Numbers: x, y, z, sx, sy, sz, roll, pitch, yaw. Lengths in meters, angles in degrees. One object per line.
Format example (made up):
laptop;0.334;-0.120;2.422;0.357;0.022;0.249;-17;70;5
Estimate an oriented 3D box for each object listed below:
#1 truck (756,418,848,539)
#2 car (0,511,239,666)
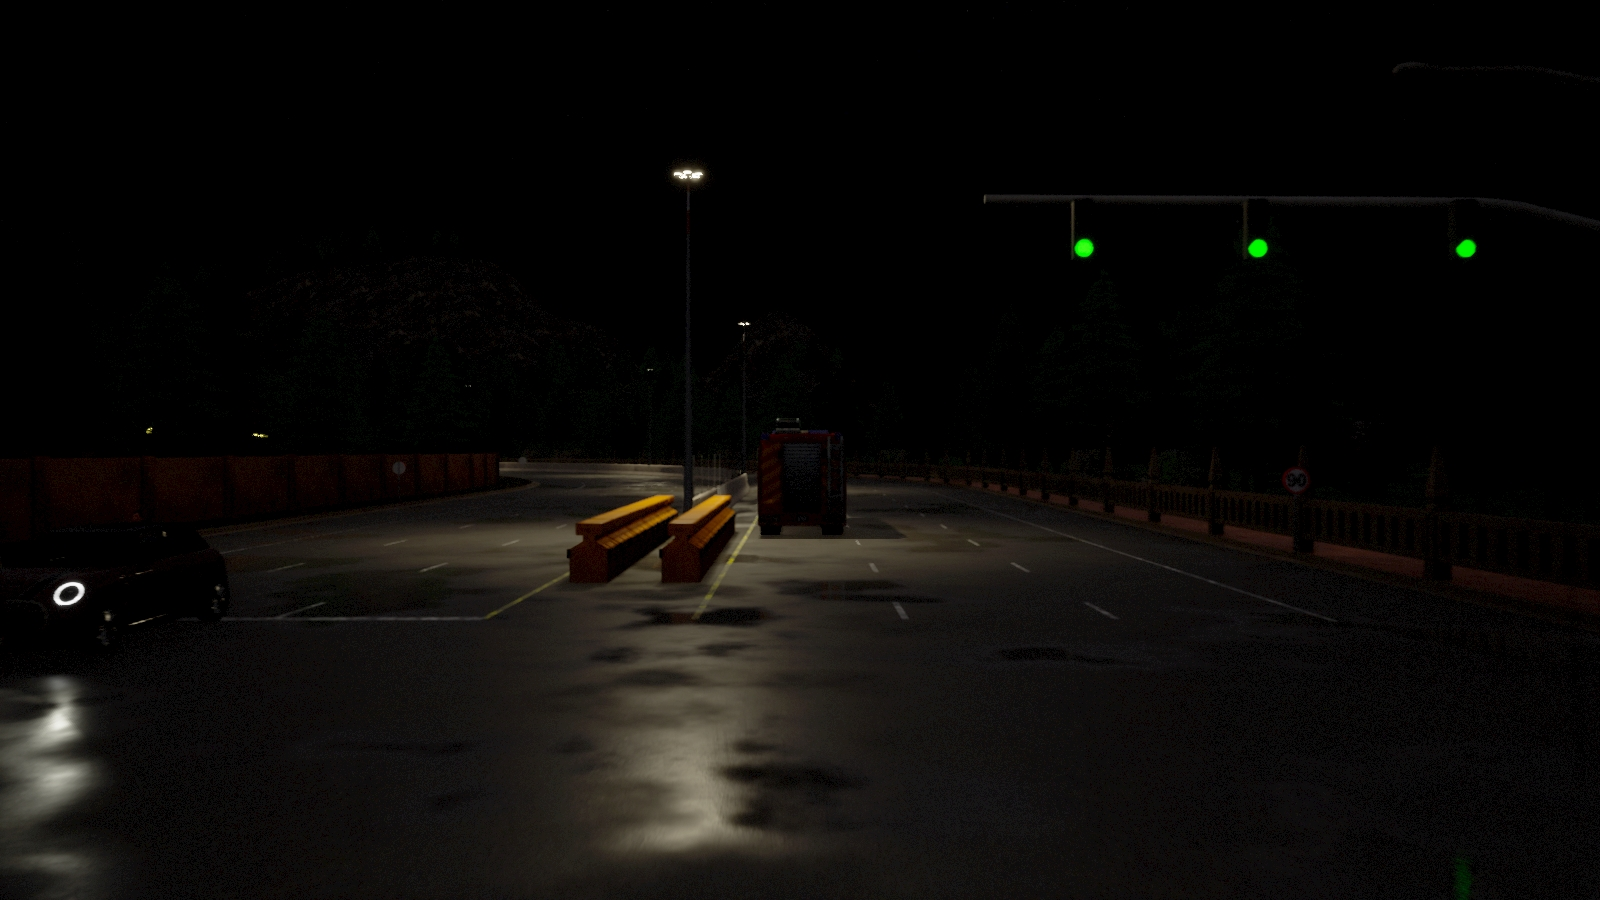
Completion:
truck;0.036;0.891;40.449;2.891;3.827;8.468;0;0;0
car;-10.520;1.906;17.010;2.097;1.767;4.553;0;0;0
